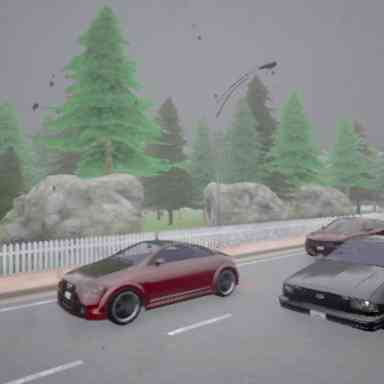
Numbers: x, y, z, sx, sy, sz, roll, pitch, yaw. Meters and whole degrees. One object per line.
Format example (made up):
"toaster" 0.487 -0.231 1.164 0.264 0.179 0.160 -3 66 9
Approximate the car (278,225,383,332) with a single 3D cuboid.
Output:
"car" 4.205 1.691 7.257 5.357 1.411 2.033 0 -2 -38

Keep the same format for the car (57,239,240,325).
"car" -0.856 1.835 7.738 4.181 1.385 1.994 0 -2 -38

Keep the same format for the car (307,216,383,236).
"car" 6.602 1.765 13.576 5.008 1.535 1.882 0 -2 -38
